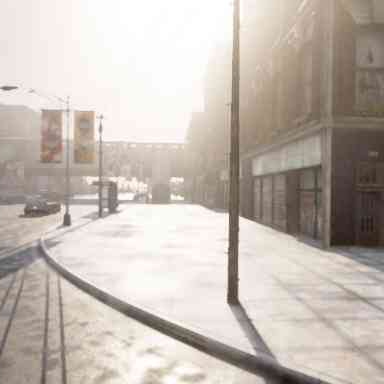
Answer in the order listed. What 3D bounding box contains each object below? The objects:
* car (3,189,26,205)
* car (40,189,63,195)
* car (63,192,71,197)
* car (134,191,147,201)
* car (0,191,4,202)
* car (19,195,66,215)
[{"bbox_3d":[-24.699,0.653,45.278,2.150,2.045,5.566,1,0,-3],"label":"car"},{"bbox_3d":[-29.260,0.469,68.473,2.435,2.045,5.566,1,0,-4],"label":"car"},{"bbox_3d":[-29.787,0.787,75.853,1.895,1.301,4.718,1,0,-4],"label":"car"},{"bbox_3d":[-13.815,0.808,88.137,2.231,1.521,4.892,1,0,6],"label":"car"},{"bbox_3d":[-16.056,1.011,24.276,2.097,1.767,4.553,1,0,-6],"label":"car"},{"bbox_3d":[-12.966,1.235,29.139,1.994,1.385,4.181,1,0,-4],"label":"car"}]
